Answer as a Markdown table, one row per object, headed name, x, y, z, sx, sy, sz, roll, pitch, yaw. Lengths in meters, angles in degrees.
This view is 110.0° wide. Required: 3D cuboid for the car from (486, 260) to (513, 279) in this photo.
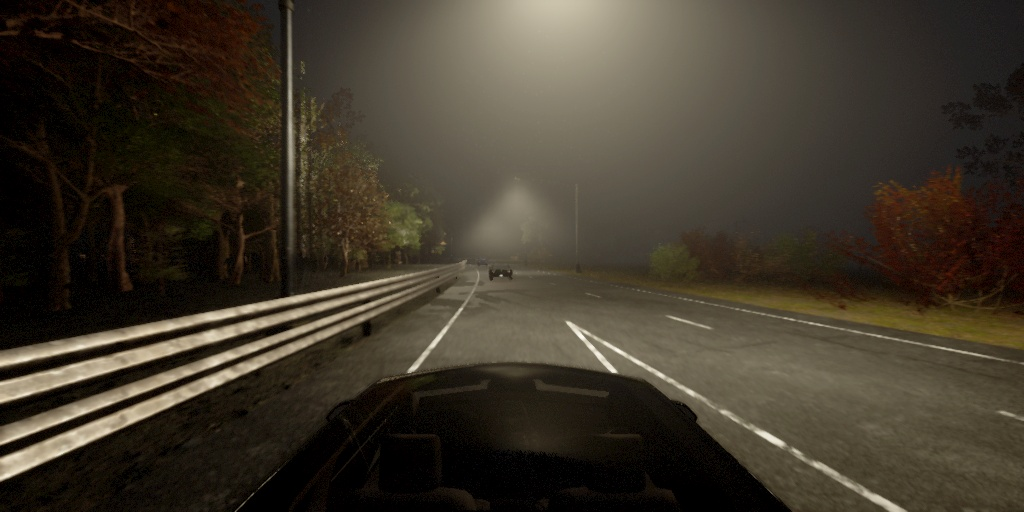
| name | x | y | z | sx | sy | sz | roll | pitch | yaw |
| --- | --- | --- | --- | --- | --- | --- | --- | --- | --- |
| car | -1.058 | 1.301 | 31.291 | 1.895 | 1.301 | 4.718 | 0 | 0 | -5 |
